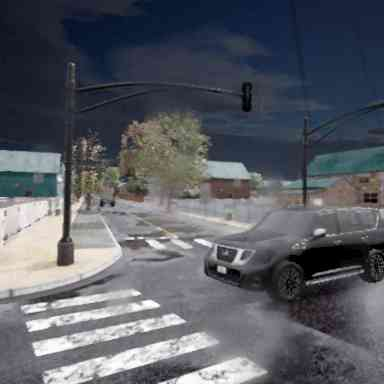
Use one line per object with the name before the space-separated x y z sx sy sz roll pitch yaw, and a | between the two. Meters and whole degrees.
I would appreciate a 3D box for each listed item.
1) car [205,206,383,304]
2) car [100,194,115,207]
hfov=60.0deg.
car | 3.036 1.413 8.893 5.566 2.045 2.150 1 -1 -31
car | -13.988 1.342 54.973 2.150 2.045 5.566 2 -1 -17
